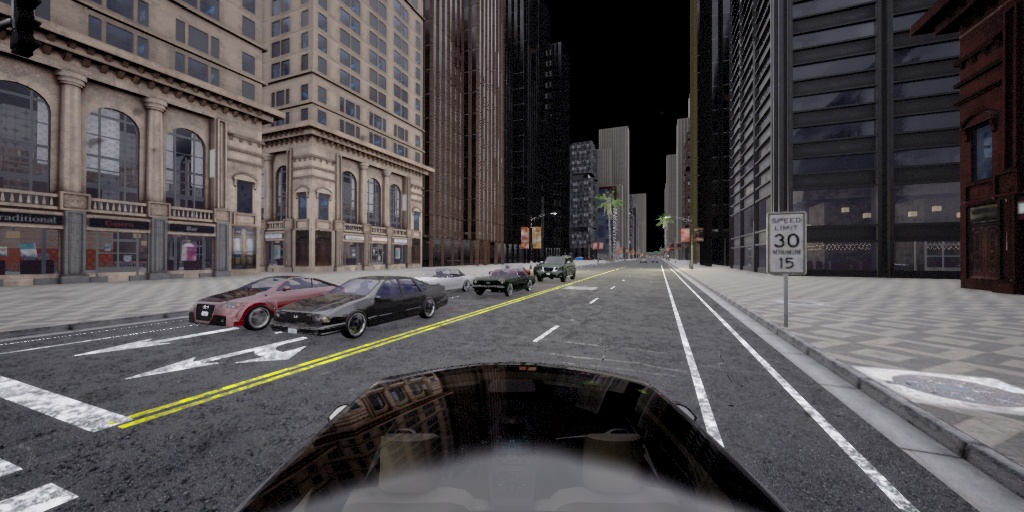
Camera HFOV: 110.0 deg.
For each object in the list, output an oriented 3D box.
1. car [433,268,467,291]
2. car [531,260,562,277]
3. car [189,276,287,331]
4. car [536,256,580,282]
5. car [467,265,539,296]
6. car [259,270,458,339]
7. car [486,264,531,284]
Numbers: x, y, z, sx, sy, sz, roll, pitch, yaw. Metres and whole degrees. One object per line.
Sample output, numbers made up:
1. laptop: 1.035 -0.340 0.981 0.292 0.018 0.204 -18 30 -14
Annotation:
1. car: -3.905 1.356 19.260 1.895 1.301 4.718 0 0 22
2. car: 3.768 1.250 37.911 1.882 1.535 5.008 0 0 23
3. car: -7.218 1.315 11.149 1.994 1.385 4.181 0 0 22
4. car: 3.733 0.986 29.332 2.150 2.045 5.566 0 0 22
5. car: -0.321 1.357 19.433 1.895 1.301 4.718 0 0 22
6. car: -3.952 1.299 10.558 2.033 1.411 5.357 0 0 22
7. car: -0.132 1.364 28.480 1.895 1.301 4.718 0 0 22
